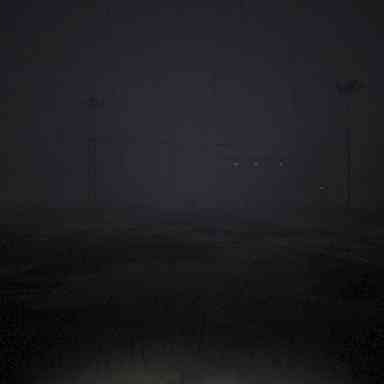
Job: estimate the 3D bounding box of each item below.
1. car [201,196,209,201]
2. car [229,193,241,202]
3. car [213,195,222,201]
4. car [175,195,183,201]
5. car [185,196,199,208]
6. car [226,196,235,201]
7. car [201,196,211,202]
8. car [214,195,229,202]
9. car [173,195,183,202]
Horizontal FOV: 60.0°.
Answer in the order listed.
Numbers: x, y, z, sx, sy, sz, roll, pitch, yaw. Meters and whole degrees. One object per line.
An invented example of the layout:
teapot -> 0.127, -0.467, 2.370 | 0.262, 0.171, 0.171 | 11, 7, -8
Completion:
car -> 3.508, 1.708, 90.596 | 1.895, 1.301, 4.718 | 0, 0, 0
car -> 10.507, 1.373, 80.055 | 2.150, 2.045, 5.566 | 0, 0, 0
car -> 7.008, 1.650, 90.565 | 2.033, 1.411, 5.357 | 0, 0, 0
car -> -3.492, 1.639, 90.567 | 1.812, 1.442, 4.674 | 0, 0, 0
car -> 0.004, 1.657, 50.334 | 1.994, 1.385, 4.181 | 0, 0, 0
car -> 10.508, 1.705, 90.595 | 1.895, 1.301, 4.718 | 0, 0, 0
car -> 3.507, 1.648, 80.375 | 1.837, 1.490, 4.892 | 0, 0, 0
car -> 7.007, 1.503, 80.347 | 2.097, 1.767, 4.553 | 0, 0, 0
car -> -3.493, 1.648, 80.444 | 1.837, 1.490, 4.892 | 0, 0, 0
